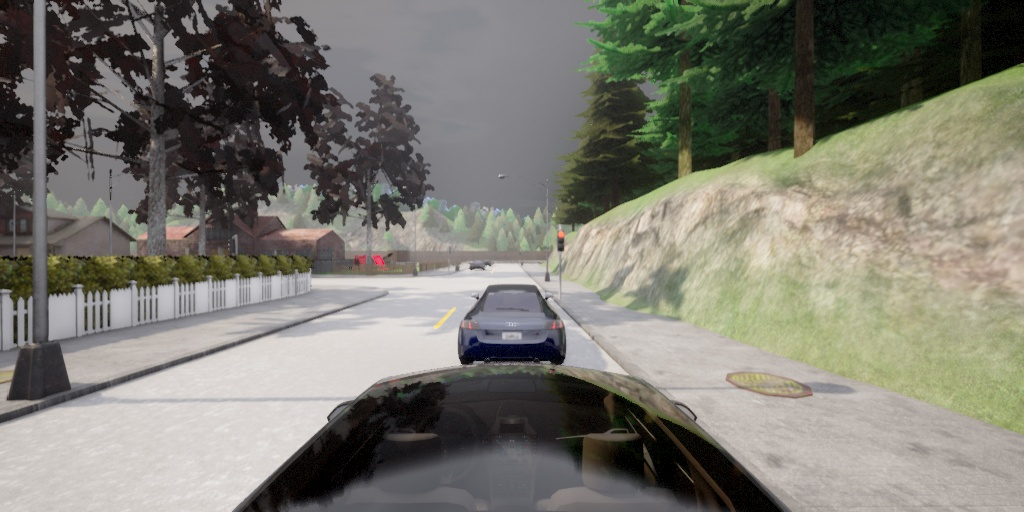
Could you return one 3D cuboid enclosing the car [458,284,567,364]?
[{"bbox_3d":[0.004,1.308,8.014,1.994,1.385,4.181,0,0,0],"label":"car"}]

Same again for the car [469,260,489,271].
[{"bbox_3d":[-4.511,1.251,47.643,2.033,1.411,5.357,0,0,0],"label":"car"}]

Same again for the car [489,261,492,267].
[{"bbox_3d":[-4.631,1.288,63.818,1.895,1.301,4.718,0,0,0],"label":"car"}]
